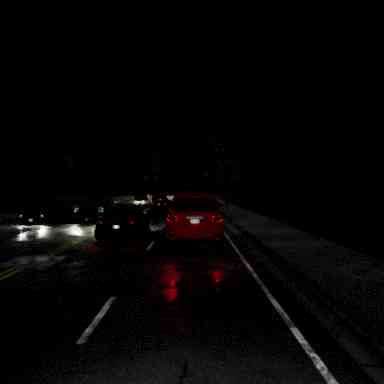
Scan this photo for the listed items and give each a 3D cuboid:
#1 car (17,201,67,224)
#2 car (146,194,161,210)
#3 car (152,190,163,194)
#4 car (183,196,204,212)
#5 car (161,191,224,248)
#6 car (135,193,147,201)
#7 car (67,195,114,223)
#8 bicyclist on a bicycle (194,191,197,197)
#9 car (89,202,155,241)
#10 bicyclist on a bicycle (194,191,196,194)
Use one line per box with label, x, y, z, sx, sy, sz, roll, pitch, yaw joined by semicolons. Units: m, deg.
car;-9.847;1.317;22.955;2.033;1.411;5.357;0;1;0
car;-3.145;1.212;34.228;2.033;1.411;5.357;0;1;0
car;-6.509;0.614;64.311;2.150;2.045;5.566;0;1;1
car;0.105;1.207;34.754;2.033;1.411;5.357;0;1;0
car;0.098;1.076;14.074;2.150;2.045;5.566;0;1;0
car;-9.766;0.894;63.738;2.128;1.511;4.902;0;1;1
car;-6.597;1.119;23.113;2.097;1.767;4.553;0;1;0
bicyclist on a bicycle;0.905;0.540;90.647;0.659;1.776;1.843;0;1;0
car;-3.152;1.401;15.832;1.994;1.385;4.181;0;1;0
bicyclist on a bicycle;0.900;0.686;81.649;0.866;1.612;1.509;0;0;0
